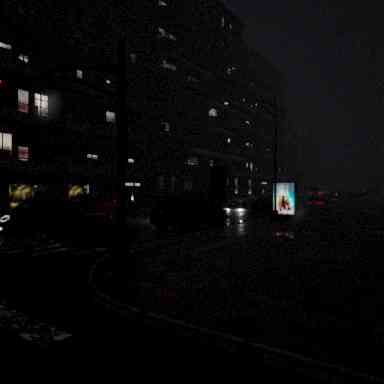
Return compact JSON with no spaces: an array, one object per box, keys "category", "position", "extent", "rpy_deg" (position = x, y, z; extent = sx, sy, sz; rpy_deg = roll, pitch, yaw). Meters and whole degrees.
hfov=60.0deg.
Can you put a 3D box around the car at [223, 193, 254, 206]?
[{"category":"car","position":[5.748,0.828,40.630],"extent":[2.008,1.369,4.403],"rpy_deg":[2,2,35]}]

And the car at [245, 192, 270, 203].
[{"category":"car","position":[8.933,0.754,45.170],"extent":[1.802,1.307,4.206],"rpy_deg":[2,2,35]}]

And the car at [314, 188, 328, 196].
[{"category":"car","position":[28.046,-0.025,72.406],"extent":[1.967,1.590,4.097],"rpy_deg":[2,2,35]}]

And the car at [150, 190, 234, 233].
[{"category":"car","position":[-0.097,1.026,17.701],"extent":[2.192,1.841,5.009],"rpy_deg":[1,2,35]}]

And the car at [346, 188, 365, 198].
[{"category":"car","position":[28.577,0.309,58.576],"extent":[1.887,1.381,4.507],"rpy_deg":[1,2,35]}]

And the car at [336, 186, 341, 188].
[{"category":"car","position":[34.417,-0.239,81.486],"extent":[1.967,1.590,4.097],"rpy_deg":[2,2,35]}]

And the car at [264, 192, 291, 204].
[{"category":"car","position":[11.405,0.731,44.133],"extent":[1.994,1.385,4.181],"rpy_deg":[0,1,36]}]

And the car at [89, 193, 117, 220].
[{"category":"car","position":[-6.991,1.009,22.464],"extent":[2.192,1.841,5.009],"rpy_deg":[1,2,35]}]

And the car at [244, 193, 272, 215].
[{"category":"car","position":[6.274,1.069,26.789],"extent":[1.947,1.339,4.313],"rpy_deg":[1,2,35]}]

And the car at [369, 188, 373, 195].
[{"category":"car","position":[34.949,0.096,67.657],"extent":[1.887,1.381,4.507],"rpy_deg":[1,2,35]}]

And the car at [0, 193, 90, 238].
[{"category":"car","position":[-7.858,1.148,16.753],"extent":[2.097,1.767,4.553],"rpy_deg":[0,1,35]}]

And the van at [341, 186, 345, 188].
[{"category":"van","position":[37.603,-0.446,86.023],"extent":[1.690,1.788,3.998],"rpy_deg":[2,2,35]}]

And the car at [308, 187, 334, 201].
[{"category":"car","position":[18.863,0.233,49.271],"extent":[2.150,2.045,5.566],"rpy_deg":[0,1,35]}]

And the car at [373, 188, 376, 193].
[{"category":"car","position":[38.135,-0.012,72.198],"extent":[1.887,1.381,4.507],"rpy_deg":[1,2,35]}]

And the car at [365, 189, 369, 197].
[{"category":"car","position":[31.763,0.098,63.113],"extent":[1.967,1.590,4.097],"rpy_deg":[1,2,35]}]

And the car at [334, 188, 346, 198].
[{"category":"car","position":[25.045,0.406,58.080],"extent":[1.895,1.301,4.718],"rpy_deg":[0,1,35]}]

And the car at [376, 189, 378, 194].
[{"category":"car","position":[44.506,-0.221,81.280],"extent":[2.008,1.369,4.403],"rpy_deg":[1,2,35]}]

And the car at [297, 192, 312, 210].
[{"category":"car","position":[9.460,0.964,31.331],"extent":[1.947,1.339,4.313],"rpy_deg":[1,2,35]}]

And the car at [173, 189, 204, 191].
[{"category":"car","position":[-0.683,0.787,26.977],"extent":[2.150,2.045,5.566],"rpy_deg":[0,1,35]}]

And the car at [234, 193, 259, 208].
[{"category":"car","position":[5.572,0.884,35.871],"extent":[1.812,1.442,4.674],"rpy_deg":[0,1,35]}]
